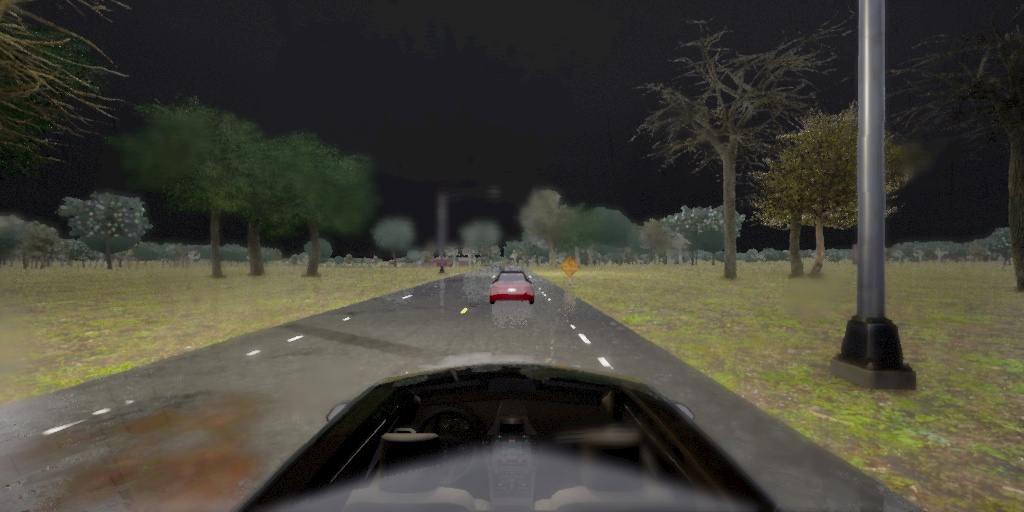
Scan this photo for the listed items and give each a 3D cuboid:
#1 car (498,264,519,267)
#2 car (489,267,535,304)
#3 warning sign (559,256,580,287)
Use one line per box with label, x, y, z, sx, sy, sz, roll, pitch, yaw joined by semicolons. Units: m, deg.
car;0.000;1.527;31.535;1.895;1.301;4.718;0;0;0
car;0.000;1.361;16.505;1.994;1.385;4.181;0;0;0
warning sign;3.550;0.947;22.045;1.300;1.860;1.060;0;0;0
